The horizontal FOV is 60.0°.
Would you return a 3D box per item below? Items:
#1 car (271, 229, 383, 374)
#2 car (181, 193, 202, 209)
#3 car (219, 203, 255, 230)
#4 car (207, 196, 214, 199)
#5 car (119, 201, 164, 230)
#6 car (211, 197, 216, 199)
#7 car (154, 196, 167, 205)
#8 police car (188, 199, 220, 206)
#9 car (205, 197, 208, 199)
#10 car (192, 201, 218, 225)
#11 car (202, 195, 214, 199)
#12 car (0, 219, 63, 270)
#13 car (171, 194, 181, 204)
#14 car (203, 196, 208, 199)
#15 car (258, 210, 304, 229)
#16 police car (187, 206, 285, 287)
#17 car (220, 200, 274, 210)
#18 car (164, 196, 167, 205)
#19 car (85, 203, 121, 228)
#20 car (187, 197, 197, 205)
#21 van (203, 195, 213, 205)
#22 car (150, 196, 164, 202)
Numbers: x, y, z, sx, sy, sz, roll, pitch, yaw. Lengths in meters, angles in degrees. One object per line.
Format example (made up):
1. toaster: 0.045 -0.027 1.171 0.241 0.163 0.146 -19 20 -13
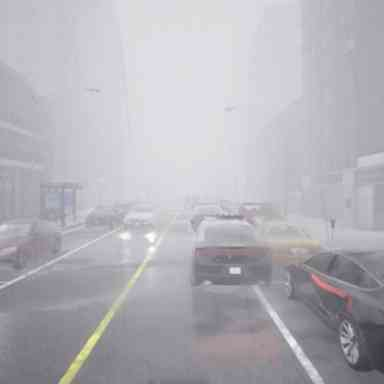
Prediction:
1. car: 2.858 1.569 5.487 1.947 1.339 4.313 0 0 0
2. car: 0.000 1.245 46.881 2.150 2.045 5.566 0 0 1
3. car: 2.857 1.537 22.228 1.752 1.417 4.829 0 0 0
4. car: 2.857 1.457 33.105 1.967 1.590 4.097 0 0 0
5. car: -3.111 1.537 21.256 1.812 1.442 4.674 0 0 0
6. car: 2.857 1.454 27.581 1.967 1.590 4.097 0 0 0
7. car: -5.670 1.471 60.717 1.967 1.590 4.097 0 0 0
8. police car: 0.899 1.436 19.500 1.930 1.638 5.238 0 0 0
9. car: 2.857 1.571 38.628 2.008 1.369 4.403 0 0 0
10. car: 0.899 1.519 25.390 1.837 1.490 4.892 0 0 0
11. car: 2.856 1.591 49.675 1.947 1.339 4.313 0 0 0
12. car: -5.668 1.588 10.992 1.802 1.307 4.206 0 0 0
13. car: -3.003 1.648 64.514 2.033 1.411 5.357 0 0 0
14. car: 2.856 1.573 44.152 2.008 1.369 4.403 0 0 0
15. car: 2.858 1.532 11.180 1.752 1.417 4.829 0 0 0
16. police car: 0.899 1.431 9.500 1.930 1.638 5.238 0 0 0
17. car: 2.858 1.324 16.534 2.192 1.841 5.009 0 0 0
18. car: -5.670 1.594 55.192 1.947 1.339 4.313 0 0 0
19. car: -5.668 1.556 22.042 1.887 1.381 4.507 0 0 0
20. car: -0.003 1.632 60.822 1.895 1.301 4.718 0 0 0
21. van: 2.856 1.372 60.723 1.690 1.788 3.998 0 0 0
22. car: -5.670 1.607 49.667 1.802 1.307 4.206 0 0 0
